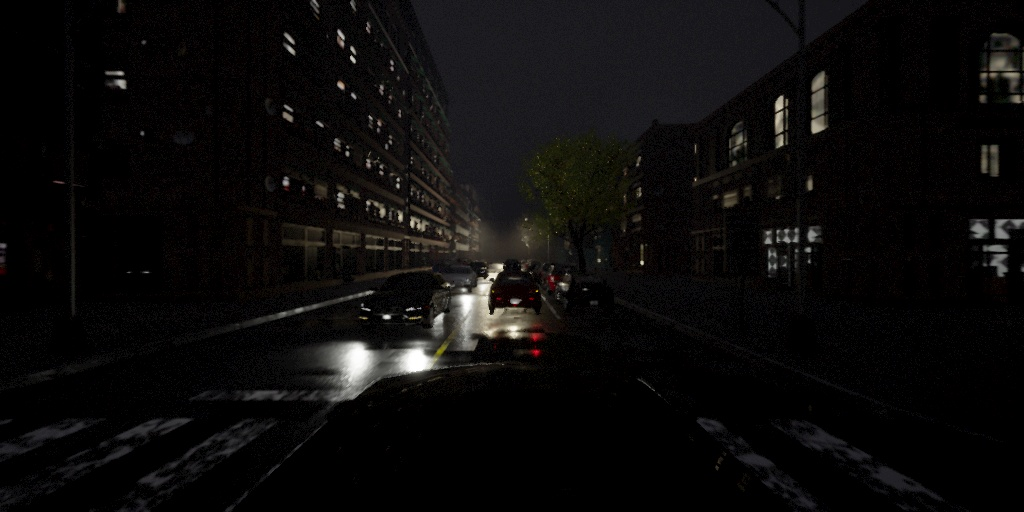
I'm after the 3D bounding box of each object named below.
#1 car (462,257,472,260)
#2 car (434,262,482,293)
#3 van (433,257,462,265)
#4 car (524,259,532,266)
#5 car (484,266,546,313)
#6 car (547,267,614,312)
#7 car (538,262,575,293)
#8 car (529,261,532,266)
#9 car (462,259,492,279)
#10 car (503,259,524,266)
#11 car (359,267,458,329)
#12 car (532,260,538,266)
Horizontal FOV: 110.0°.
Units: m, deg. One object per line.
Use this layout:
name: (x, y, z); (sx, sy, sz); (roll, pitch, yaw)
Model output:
car: (-5.677, 1.086, 42.445); (2.192, 1.841, 5.009); (0, 0, 0)
car: (-3.075, 1.282, 21.231); (1.812, 1.442, 4.674); (0, 0, 0)
van: (-5.681, 1.102, 31.052); (1.690, 1.789, 3.998); (0, 0, 0)
car: (2.704, 1.322, 42.441); (2.007, 1.370, 4.403); (0, 0, 0)
car: (0.091, 1.279, 13.783); (1.812, 1.442, 4.674); (0, 0, 0)
car: (2.695, 1.304, 13.958); (2.007, 1.370, 4.403); (0, 0, 0)
car: (2.697, 1.195, 19.655); (1.967, 1.591, 4.097); (0, 0, 0)
car: (2.700, 1.343, 31.048); (1.802, 1.307, 4.207); (0, 0, 0)
car: (-3.061, 1.266, 31.648); (1.837, 1.490, 4.892); (0, 0, 0)
car: (0.021, 1.121, 41.257); (2.097, 1.767, 4.553); (0, 0, 0)
car: (-3.086, 1.257, 11.289); (1.837, 1.490, 4.892); (0, 0, 0)
car: (2.698, 1.197, 25.351); (1.967, 1.591, 4.097); (0, 0, 0)
